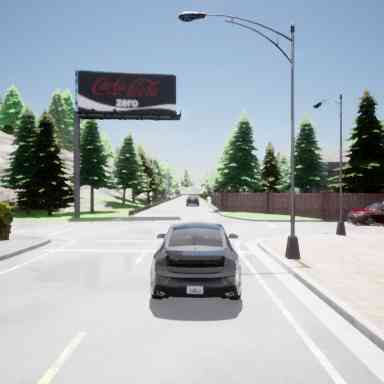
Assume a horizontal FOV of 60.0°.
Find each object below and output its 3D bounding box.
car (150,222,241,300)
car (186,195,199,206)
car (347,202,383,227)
[{"bbox_3d":[0.125,1.505,8.367,1.837,1.490,4.892,0,0,2],"label":"car"},{"bbox_3d":[0.121,1.352,56.271,2.097,1.767,4.553,0,0,0],"label":"car"},{"bbox_3d":[13.799,1.528,24.209,4.553,1.767,2.097,0,0,1],"label":"car"}]
